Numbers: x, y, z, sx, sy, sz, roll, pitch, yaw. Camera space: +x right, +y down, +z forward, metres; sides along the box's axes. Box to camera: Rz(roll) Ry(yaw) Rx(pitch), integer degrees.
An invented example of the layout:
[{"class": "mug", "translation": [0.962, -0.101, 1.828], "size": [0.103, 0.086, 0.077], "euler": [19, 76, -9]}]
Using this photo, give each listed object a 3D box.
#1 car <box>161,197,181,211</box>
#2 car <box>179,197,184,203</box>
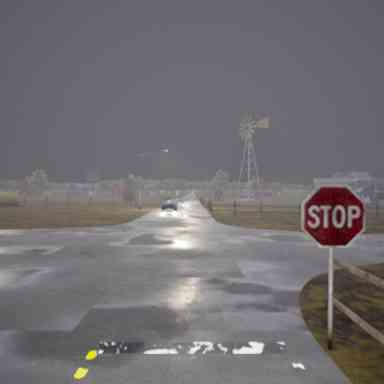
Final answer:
[{"class": "car", "translation": [-2.771, 1.650, 41.322], "size": [1.895, 1.301, 4.718], "euler": [0, 0, 0]}, {"class": "car", "translation": [-2.787, 1.755, 71.229], "size": [1.895, 1.301, 4.718], "euler": [0, 0, 0]}]
